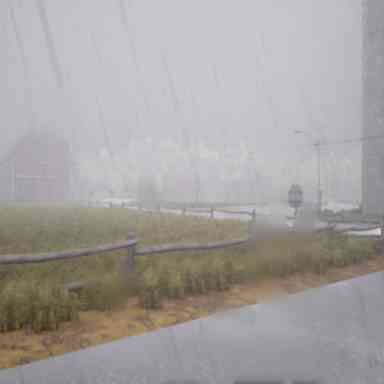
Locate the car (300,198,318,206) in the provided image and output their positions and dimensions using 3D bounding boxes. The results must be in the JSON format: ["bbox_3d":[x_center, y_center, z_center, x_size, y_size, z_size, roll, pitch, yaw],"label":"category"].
[{"bbox_3d":[20.347,1.987,59.458,2.242,1.667,4.611,1,0,-36],"label":"car"}]

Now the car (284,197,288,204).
[{"bbox_3d":[23.856,1.953,78.428,1.932,1.855,4.605,1,0,-36],"label":"car"}]
